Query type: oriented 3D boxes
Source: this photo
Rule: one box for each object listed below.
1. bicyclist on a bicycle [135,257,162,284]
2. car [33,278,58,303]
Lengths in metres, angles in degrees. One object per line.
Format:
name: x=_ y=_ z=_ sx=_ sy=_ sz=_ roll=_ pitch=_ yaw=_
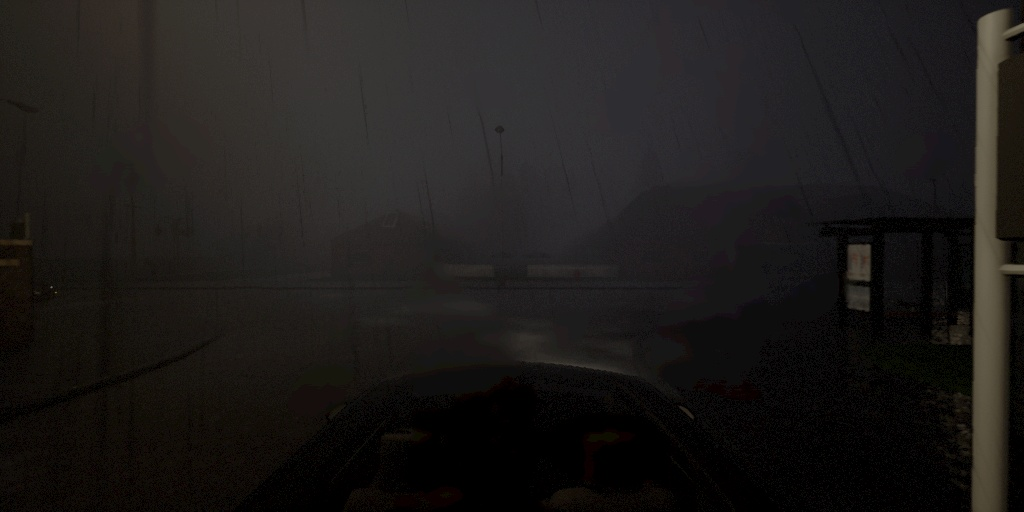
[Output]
bicyclist on a bicycle: x=-22.145 y=0.899 z=21.873 sx=0.582 sy=1.620 sz=1.656 roll=0 pitch=1 yaw=0
car: x=-20.266 y=1.138 z=13.478 sx=4.892 sy=1.490 sz=1.837 roll=0 pitch=1 yaw=0
